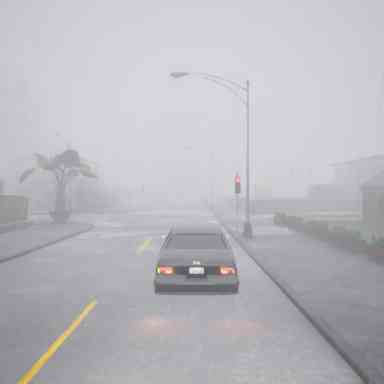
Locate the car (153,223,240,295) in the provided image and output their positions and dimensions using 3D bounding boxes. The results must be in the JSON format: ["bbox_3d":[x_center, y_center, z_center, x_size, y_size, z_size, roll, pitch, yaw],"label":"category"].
[{"bbox_3d":[0.099,1.546,8.855,2.033,1.411,5.357,0,0,0],"label":"car"}]

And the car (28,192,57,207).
[{"bbox_3d":[-19.748,0.979,43.898,1.905,1.878,3.866,0,0,35],"label":"car"}]
